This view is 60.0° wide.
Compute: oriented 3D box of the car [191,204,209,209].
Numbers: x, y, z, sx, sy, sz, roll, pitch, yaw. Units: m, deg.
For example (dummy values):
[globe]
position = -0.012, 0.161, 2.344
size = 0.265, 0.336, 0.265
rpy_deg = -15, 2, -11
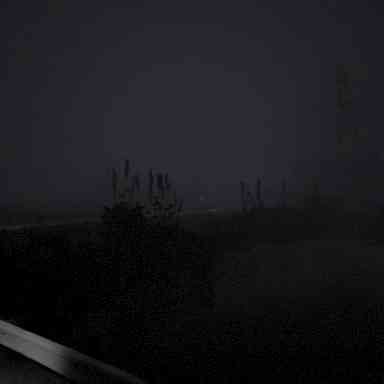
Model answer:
[car]
position = 1.869, 2.877, 61.885
size = 2.033, 1.411, 5.357
rpy_deg = -1, -1, 34
